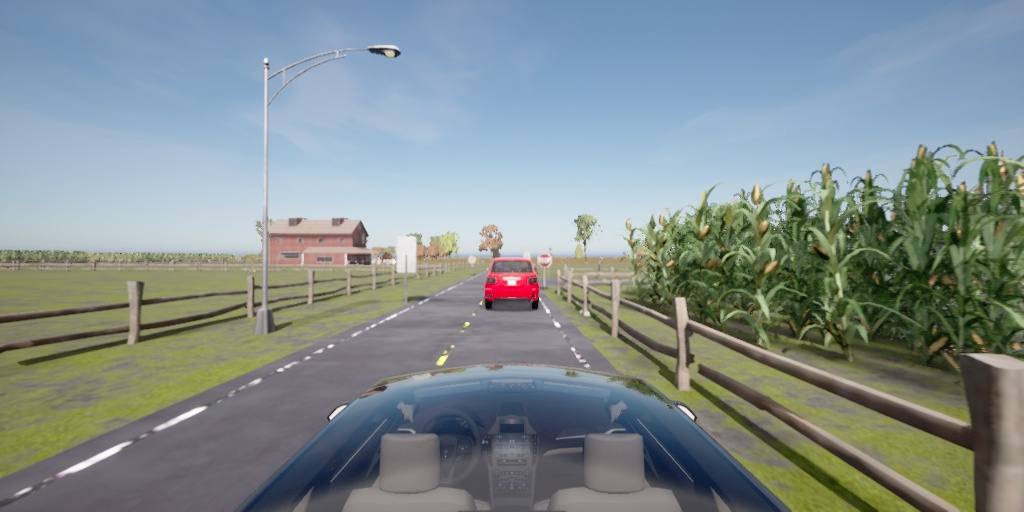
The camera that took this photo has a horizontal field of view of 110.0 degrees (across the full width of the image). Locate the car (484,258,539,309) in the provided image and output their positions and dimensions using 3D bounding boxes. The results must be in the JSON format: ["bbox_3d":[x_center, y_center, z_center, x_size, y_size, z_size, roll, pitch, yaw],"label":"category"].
[{"bbox_3d":[-0.004,1.093,15.874,2.150,2.045,5.566,0,0,0],"label":"car"}]
